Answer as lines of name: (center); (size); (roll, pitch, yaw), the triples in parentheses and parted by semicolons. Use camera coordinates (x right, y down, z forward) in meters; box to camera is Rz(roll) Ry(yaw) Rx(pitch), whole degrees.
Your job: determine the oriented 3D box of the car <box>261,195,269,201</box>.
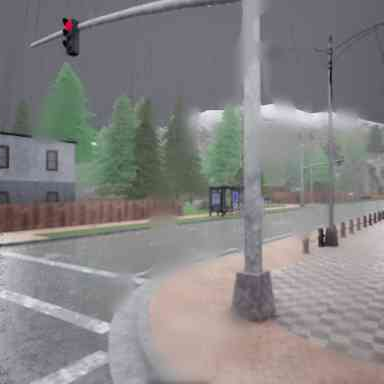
car: (15.930, 1.315, 75.988); (1.932, 1.855, 4.605); (0, 0, 36)
